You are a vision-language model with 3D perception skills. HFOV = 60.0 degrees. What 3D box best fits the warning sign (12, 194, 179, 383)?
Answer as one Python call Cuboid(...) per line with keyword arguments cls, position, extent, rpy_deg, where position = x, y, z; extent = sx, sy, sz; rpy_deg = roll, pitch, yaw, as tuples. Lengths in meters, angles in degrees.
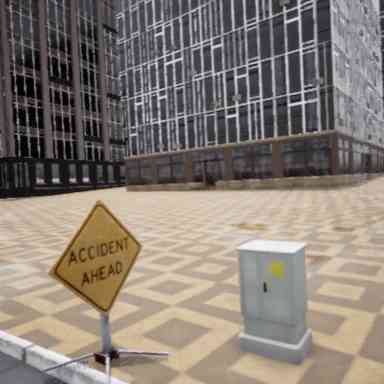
Cuboid(cls="warning sign", position=(-1.010, 1.011, 3.731), extent=(1.060, 1.860, 1.300), rpy_deg=(-2, 3, 33))
